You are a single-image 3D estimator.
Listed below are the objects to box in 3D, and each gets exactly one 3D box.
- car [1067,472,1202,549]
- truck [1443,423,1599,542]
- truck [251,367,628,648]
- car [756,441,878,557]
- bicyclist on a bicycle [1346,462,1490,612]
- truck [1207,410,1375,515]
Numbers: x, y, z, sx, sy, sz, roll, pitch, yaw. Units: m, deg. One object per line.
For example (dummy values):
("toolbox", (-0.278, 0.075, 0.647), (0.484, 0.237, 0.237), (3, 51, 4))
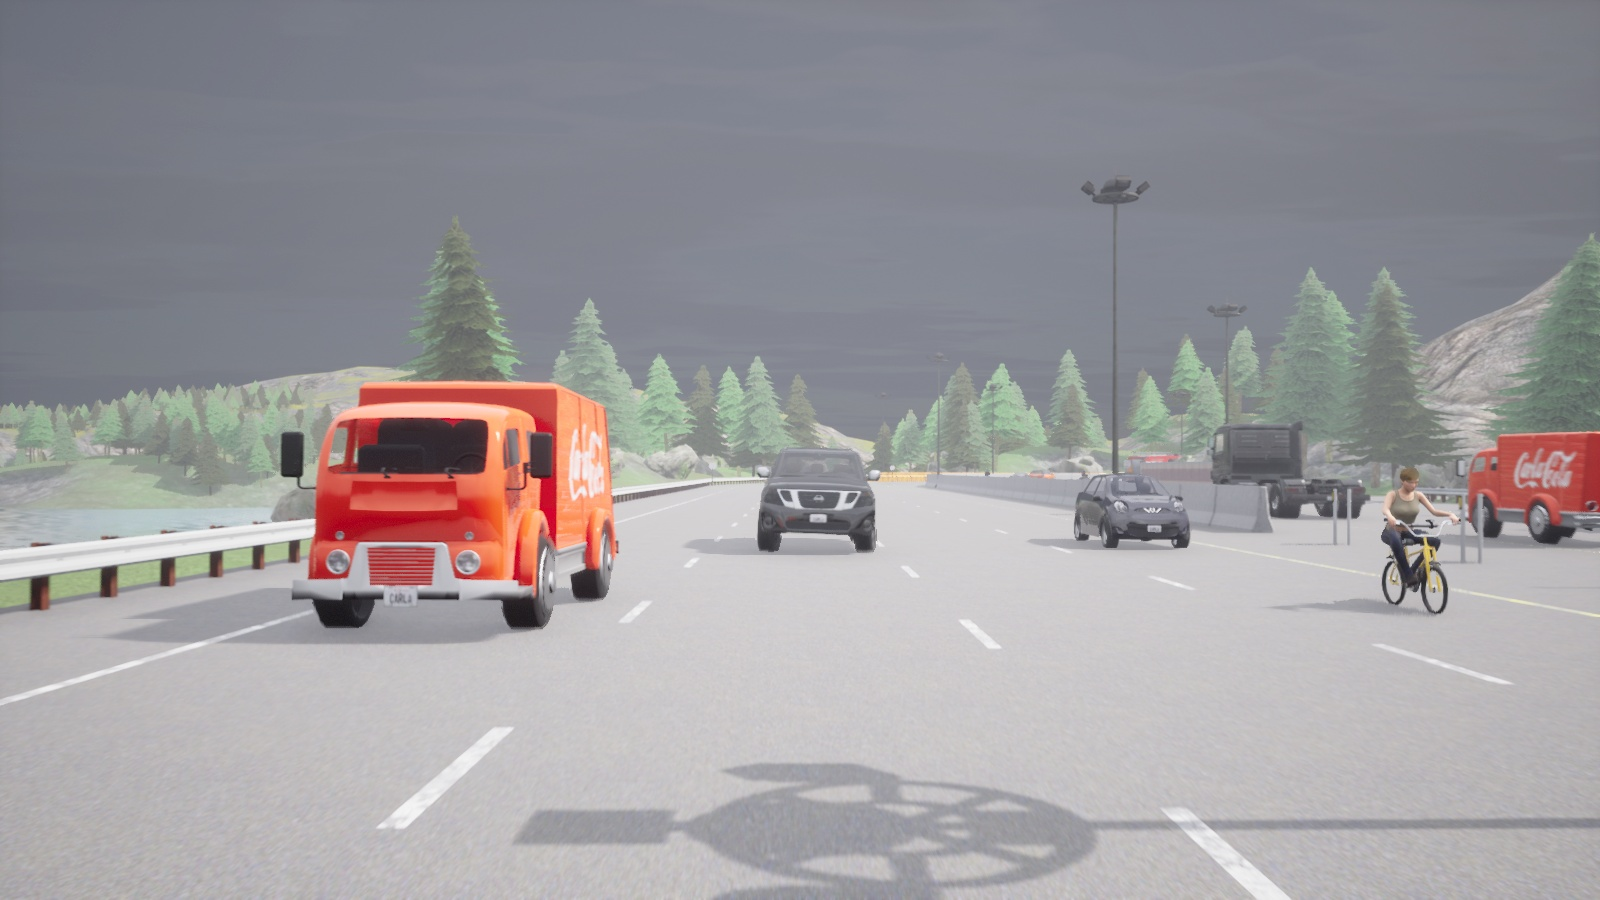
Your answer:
("car", (6.937, 1.213, 26.382), (1.845, 1.501, 3.633), (0, -1, 0))
("truck", (17.429, 0.710, 28.826), (2.627, 2.467, 5.204), (0, -1, 0))
("truck", (-3.536, 0.560, 13.692), (2.627, 2.467, 5.204), (0, -1, 0))
("car", (0.349, 0.931, 25.441), (2.150, 2.045, 5.566), (1, -1, 1))
("bicyclist on a bicycle", (6.970, 0.945, 14.253), (0.866, 1.612, 1.509), (0, -1, 0))
("truck", (17.386, 0.470, 45.146), (2.891, 3.462, 7.936), (0, -1, 0))
